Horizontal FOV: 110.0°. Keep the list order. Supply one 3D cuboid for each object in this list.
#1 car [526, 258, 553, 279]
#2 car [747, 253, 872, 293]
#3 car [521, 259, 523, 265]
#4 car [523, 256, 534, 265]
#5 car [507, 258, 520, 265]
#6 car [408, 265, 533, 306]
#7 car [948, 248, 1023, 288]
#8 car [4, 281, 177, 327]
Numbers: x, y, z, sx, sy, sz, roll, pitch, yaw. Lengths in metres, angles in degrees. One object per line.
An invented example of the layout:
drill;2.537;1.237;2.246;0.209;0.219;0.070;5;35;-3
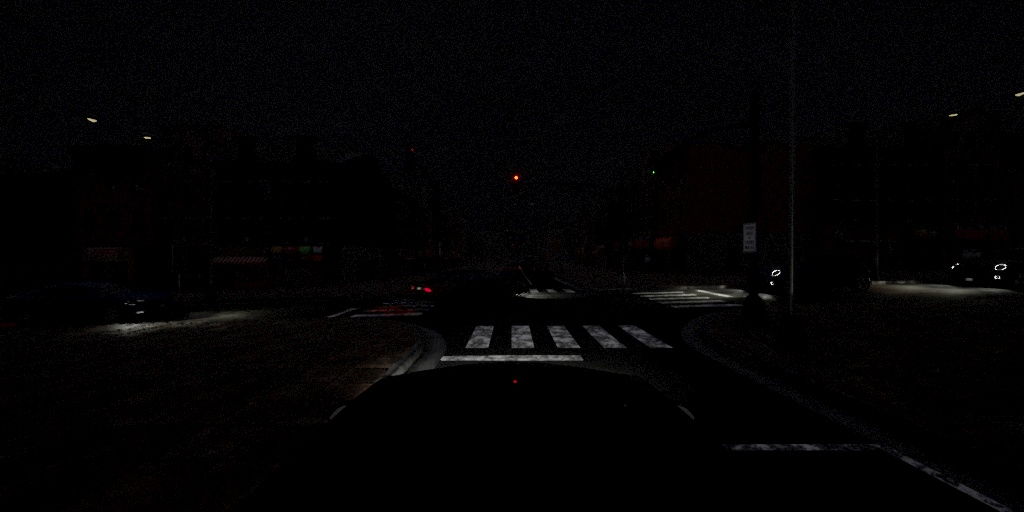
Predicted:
car;2.635;1.224;33.166;1.967;1.591;4.097;0;0;0
car;13.359;0.685;16.355;4.553;1.767;2.097;-1;0;1
car;2.634;1.126;43.970;2.192;1.841;5.009;0;0;0
car;2.634;1.112;38.567;2.192;1.841;5.009;0;0;0
car;0.094;1.397;62.696;1.812;1.442;4.674;0;0;0
car;-1.820;1.322;15.942;5.357;1.411;2.033;-1;0;-40
car;23.077;0.433;16.351;4.553;1.767;2.097;-1;0;0
car;-15.477;1.670;13.330;5.008;1.535;1.882;-2;0;0
